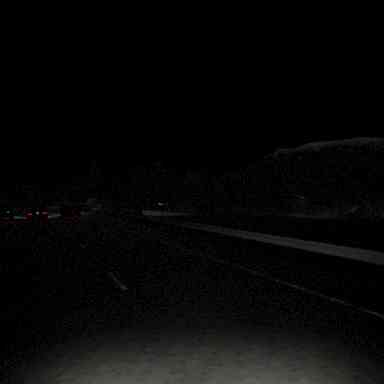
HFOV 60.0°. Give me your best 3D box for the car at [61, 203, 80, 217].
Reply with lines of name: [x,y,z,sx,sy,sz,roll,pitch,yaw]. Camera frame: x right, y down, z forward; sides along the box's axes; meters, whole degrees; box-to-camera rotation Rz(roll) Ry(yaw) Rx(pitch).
car: [-14.445,2.069,39.483,1.882,1.535,5.008,-2,0,-25]

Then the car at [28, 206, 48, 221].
car: [-16.022,2.174,34.557,2.033,1.411,5.357,-2,0,-25]

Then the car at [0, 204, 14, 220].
car: [-20.536,2.131,35.981,2.097,1.767,4.553,-2,0,-25]
